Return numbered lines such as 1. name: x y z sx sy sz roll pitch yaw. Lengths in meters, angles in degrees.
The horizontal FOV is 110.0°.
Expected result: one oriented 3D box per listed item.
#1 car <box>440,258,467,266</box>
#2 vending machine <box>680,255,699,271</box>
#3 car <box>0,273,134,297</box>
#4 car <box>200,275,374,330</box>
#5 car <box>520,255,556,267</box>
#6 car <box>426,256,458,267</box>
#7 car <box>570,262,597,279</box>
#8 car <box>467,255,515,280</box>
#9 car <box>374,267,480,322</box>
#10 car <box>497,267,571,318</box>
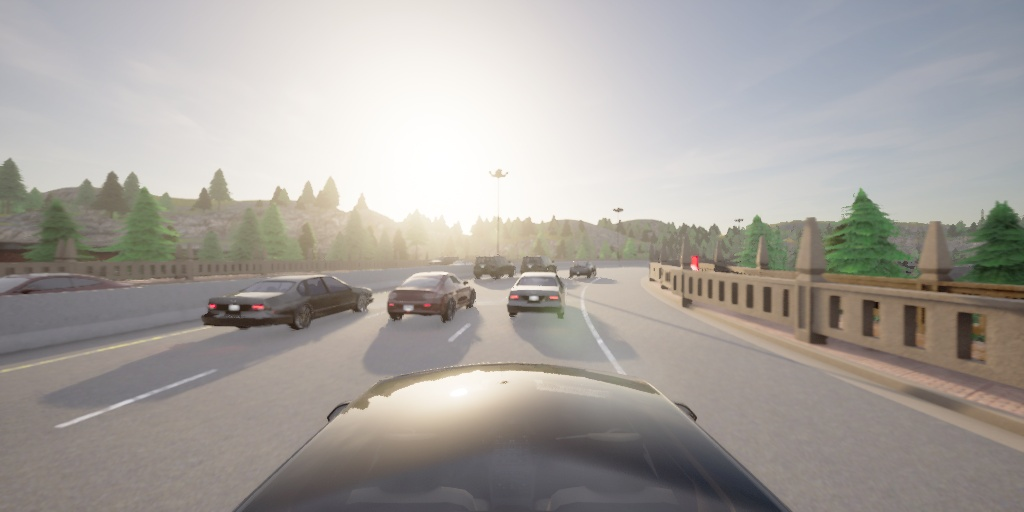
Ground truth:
1. car: -6.776 1.300 46.349 1.812 1.442 4.674 0 0 27
2. vending machine: 10.701 0.960 21.568 1.100 2.100 0.880 0 0 16
3. car: -13.543 1.221 10.078 1.812 1.442 4.674 0 0 6
4. car: -6.290 1.271 10.963 2.033 1.411 5.357 0 0 6
5. car: 2.425 0.976 32.157 2.150 2.045 5.566 0 0 20
6. car: -9.346 1.005 49.007 2.150 2.045 5.566 0 -1 27
7. car: 6.605 1.249 33.091 2.128 1.511 4.902 0 0 22
8. car: -1.497 0.972 31.589 2.150 2.045 5.566 0 0 20
9. car: -2.575 1.263 12.178 1.812 1.442 4.674 0 0 7
10. car: 1.022 1.297 13.110 2.033 1.411 5.357 0 0 9
